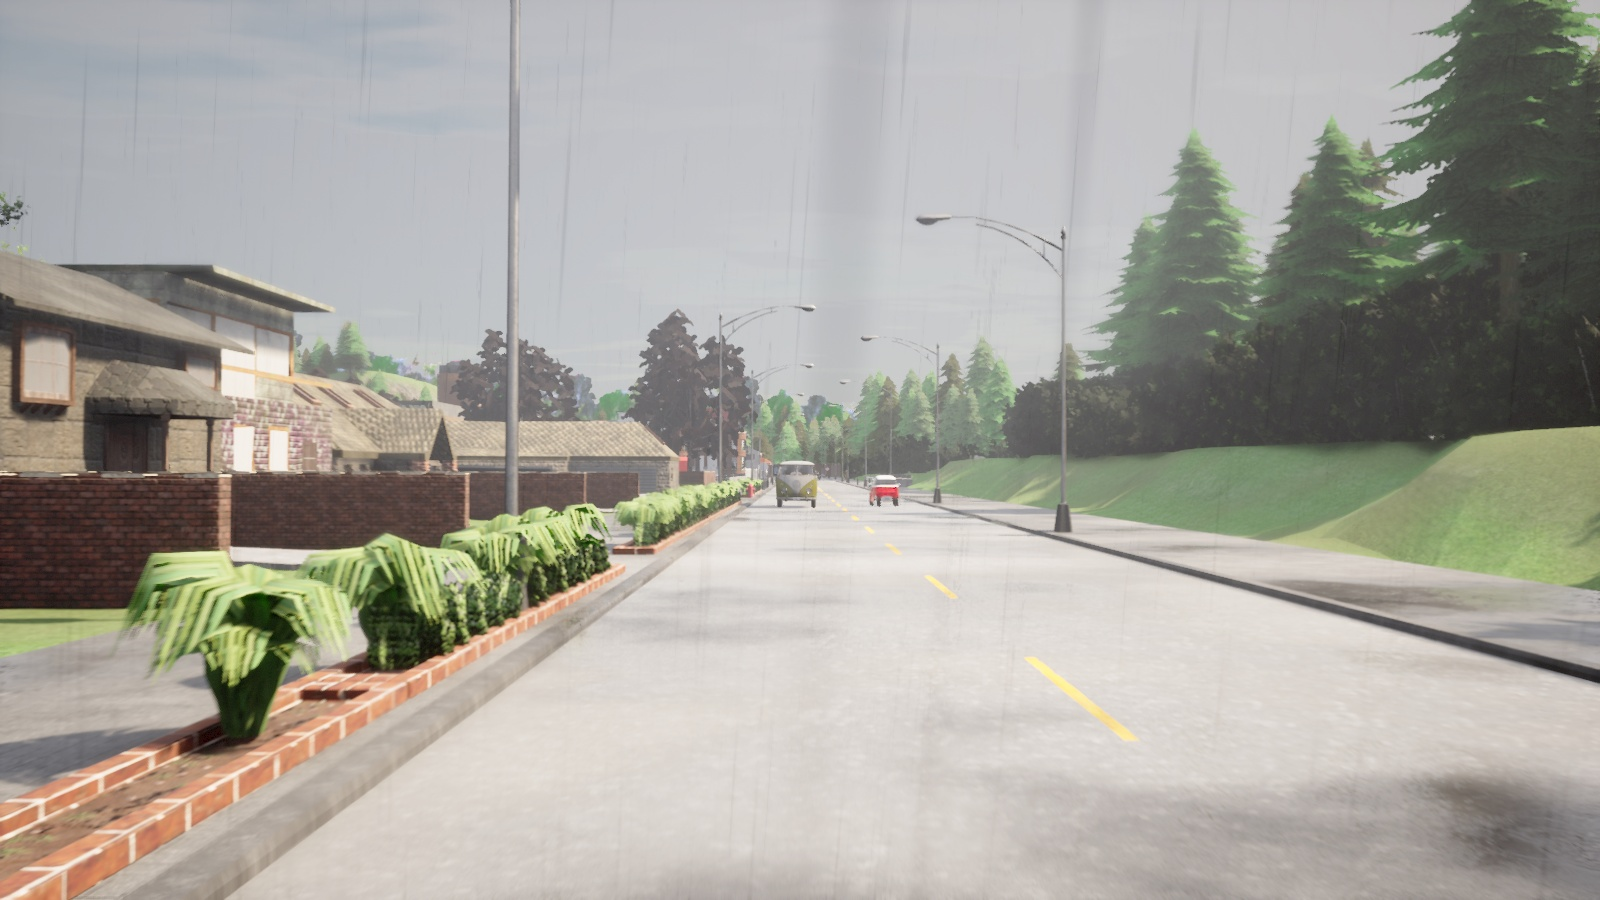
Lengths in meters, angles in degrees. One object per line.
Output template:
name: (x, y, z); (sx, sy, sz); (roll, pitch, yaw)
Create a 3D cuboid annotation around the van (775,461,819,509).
van: (-0.133, 1.472, 54.000); (1.775, 1.987, 4.442); (0, -1, 0)

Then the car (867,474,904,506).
car: (3.861, 1.805, 56.829); (1.481, 1.376, 2.207); (0, -1, 0)
